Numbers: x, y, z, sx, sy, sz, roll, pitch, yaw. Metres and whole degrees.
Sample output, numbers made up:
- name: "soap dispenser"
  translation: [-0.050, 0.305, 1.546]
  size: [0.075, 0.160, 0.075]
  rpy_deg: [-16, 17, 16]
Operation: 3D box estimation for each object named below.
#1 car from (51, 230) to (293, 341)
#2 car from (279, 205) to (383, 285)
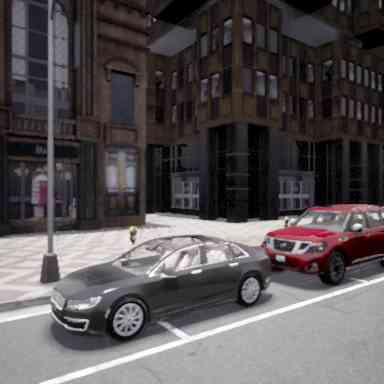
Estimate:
- name: "car"
  translation: [-0.336, 1.553, 6.411]
  size: [4.403, 1.369, 2.008]
  rpy_deg: [0, 0, -36]
- name: "car"
  translation: [4.236, 1.321, 9.676]
  size: [5.009, 1.841, 2.192]
  rpy_deg: [0, 0, -36]
